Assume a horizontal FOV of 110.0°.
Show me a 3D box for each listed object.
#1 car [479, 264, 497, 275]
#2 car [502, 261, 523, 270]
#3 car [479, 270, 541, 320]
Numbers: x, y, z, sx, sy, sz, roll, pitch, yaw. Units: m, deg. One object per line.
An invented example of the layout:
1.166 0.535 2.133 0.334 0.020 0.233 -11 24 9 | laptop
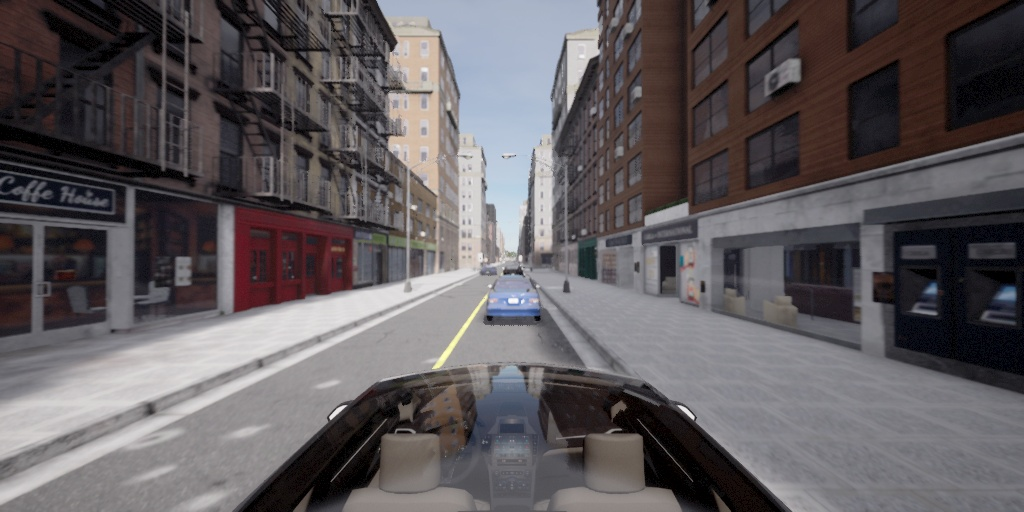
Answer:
-2.848 1.725 44.001 1.994 1.385 4.181 0 -1 0 | car
0.086 1.548 34.738 1.882 1.535 5.008 0 -1 0 | car
0.064 1.409 13.228 2.033 1.411 5.357 0 -1 0 | car
